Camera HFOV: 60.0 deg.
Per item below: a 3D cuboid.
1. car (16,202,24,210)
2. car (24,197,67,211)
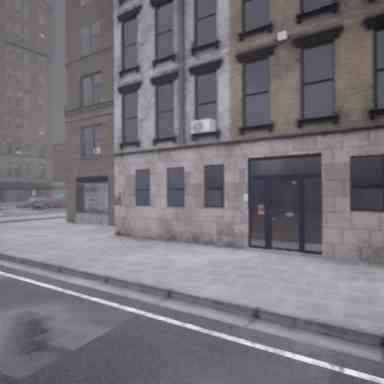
[{"bbox_3d":[-19.109,1.372,40.956,1.812,1.442,4.674,0,1,36],"label":"car"},{"bbox_3d":[-16.361,1.370,39.213,2.033,1.411,5.357,0,1,36],"label":"car"}]
